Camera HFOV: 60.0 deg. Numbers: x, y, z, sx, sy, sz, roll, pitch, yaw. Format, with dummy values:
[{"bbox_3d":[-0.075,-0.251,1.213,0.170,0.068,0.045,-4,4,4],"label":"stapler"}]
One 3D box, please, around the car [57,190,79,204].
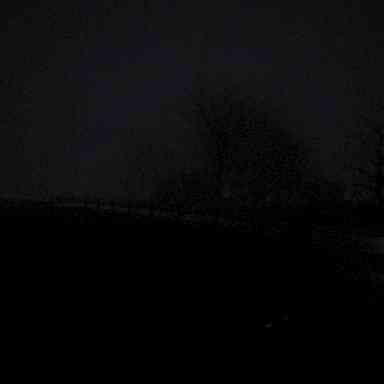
[{"bbox_3d":[-19.279,0.774,51.621,2.150,2.045,5.566,-1,1,-35],"label":"car"}]
